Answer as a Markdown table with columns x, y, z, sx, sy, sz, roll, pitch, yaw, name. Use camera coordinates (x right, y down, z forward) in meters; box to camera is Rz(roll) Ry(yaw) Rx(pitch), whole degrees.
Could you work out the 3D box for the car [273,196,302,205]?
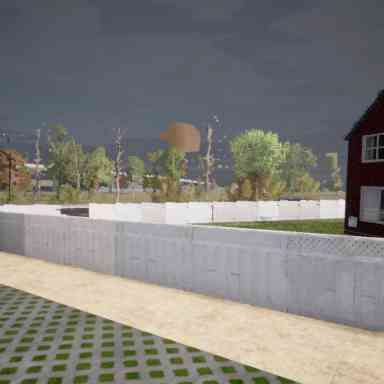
| x | y | z | sx | sy | sz | roll | pitch | yaw | name |
| --- | --- | --- | --- | --- | --- | --- | --- | --- | --- |
| 11.440 | 1.159 | 40.032 | 4.181 | 1.385 | 1.994 | 0 | 2 | -18 | car |
